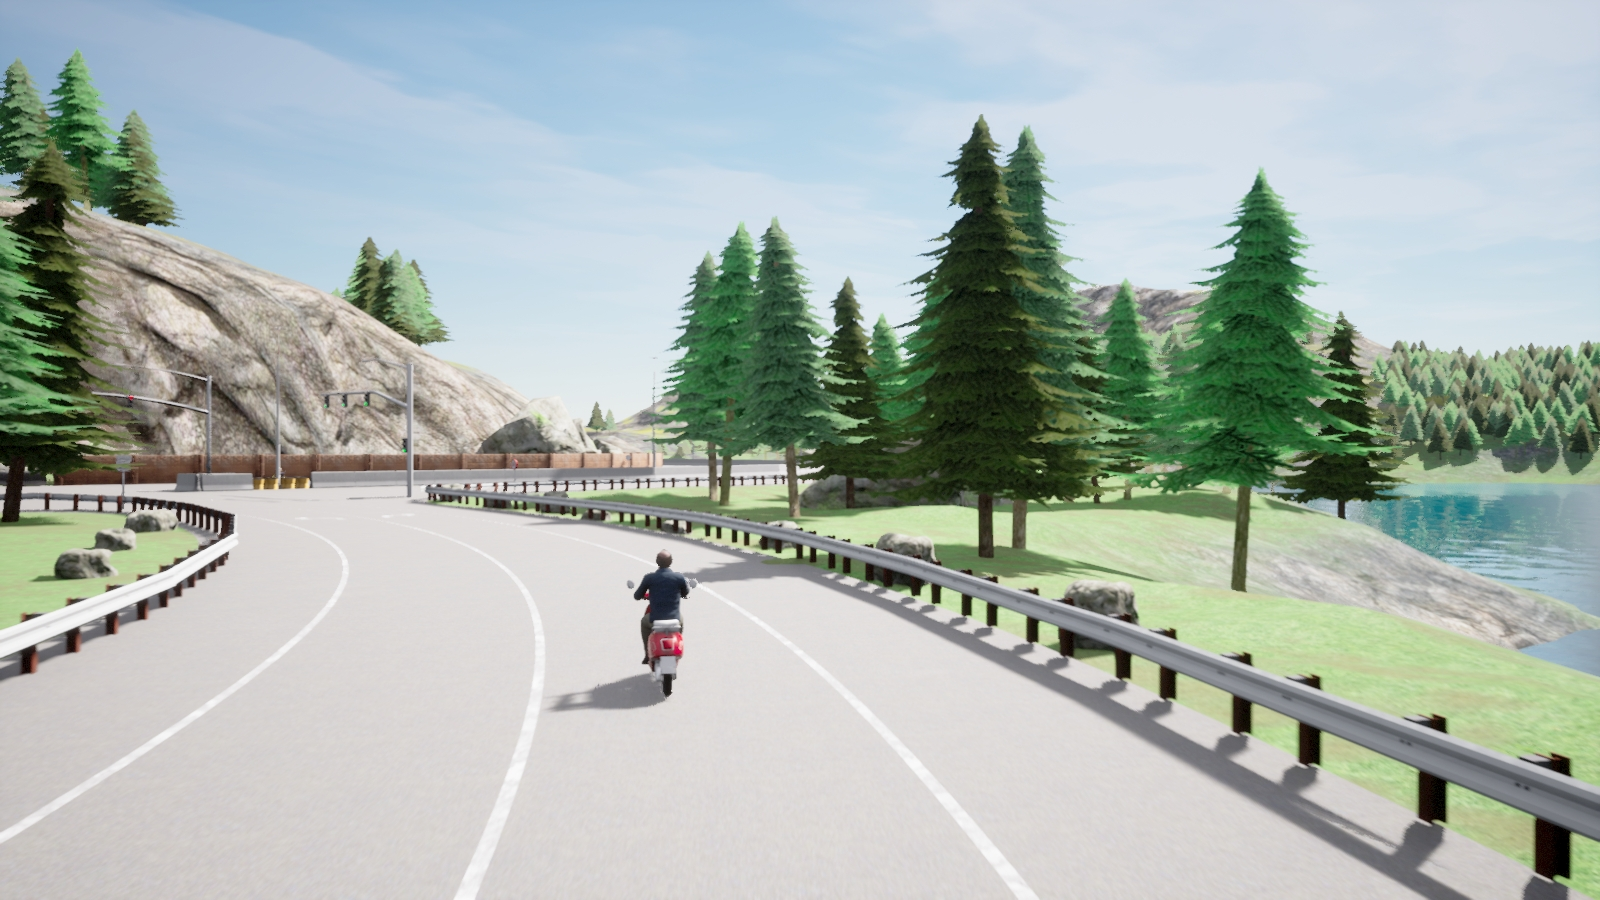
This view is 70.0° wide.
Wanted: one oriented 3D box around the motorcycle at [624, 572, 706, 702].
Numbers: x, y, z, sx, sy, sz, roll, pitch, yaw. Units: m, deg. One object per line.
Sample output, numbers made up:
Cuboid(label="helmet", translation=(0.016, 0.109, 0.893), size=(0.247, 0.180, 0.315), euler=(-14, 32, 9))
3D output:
Cuboid(label="motorcycle", translation=(-1.638, 2.182, 13.638), size=(0.856, 1.236, 1.805), euler=(0, 0, -11))
